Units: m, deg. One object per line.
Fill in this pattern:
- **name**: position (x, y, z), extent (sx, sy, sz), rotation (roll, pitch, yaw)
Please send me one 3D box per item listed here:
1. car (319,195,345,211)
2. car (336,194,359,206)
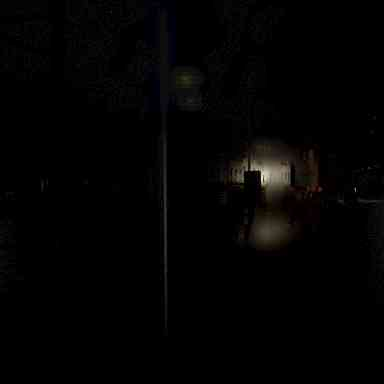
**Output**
- **car**: position (16.298, 1.399, 38.622), extent (2.128, 1.511, 4.902), rotation (-1, 0, 34)
- **car**: position (22.248, 1.364, 47.076), extent (1.882, 1.535, 5.008), rotation (-1, 0, 36)
